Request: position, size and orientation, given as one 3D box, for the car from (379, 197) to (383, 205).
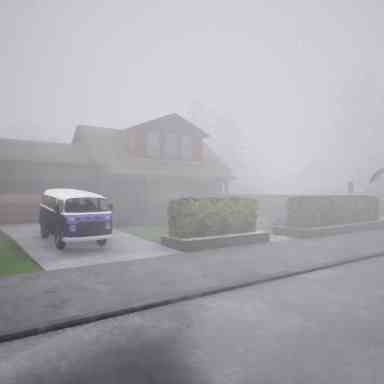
[{"bbox_3d":[24.700,0.984,41.441,3.866,1.878,1.905,0,0,0],"label":"car"}]
